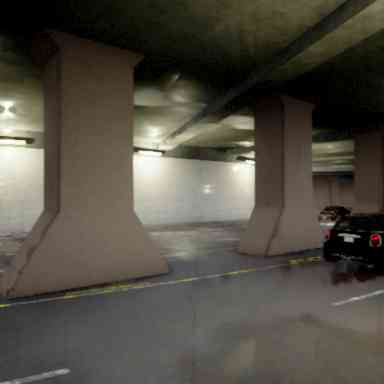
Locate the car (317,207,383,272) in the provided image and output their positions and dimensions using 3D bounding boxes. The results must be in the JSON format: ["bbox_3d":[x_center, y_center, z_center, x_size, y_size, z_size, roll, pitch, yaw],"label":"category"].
[{"bbox_3d":[6.608,1.504,11.492,4.553,1.767,2.097,0,-1,-34],"label":"car"}]

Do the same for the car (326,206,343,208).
[{"bbox_3d":[13.088,1.979,30.546,1.812,1.442,4.674,-1,-1,43],"label":"car"}]
